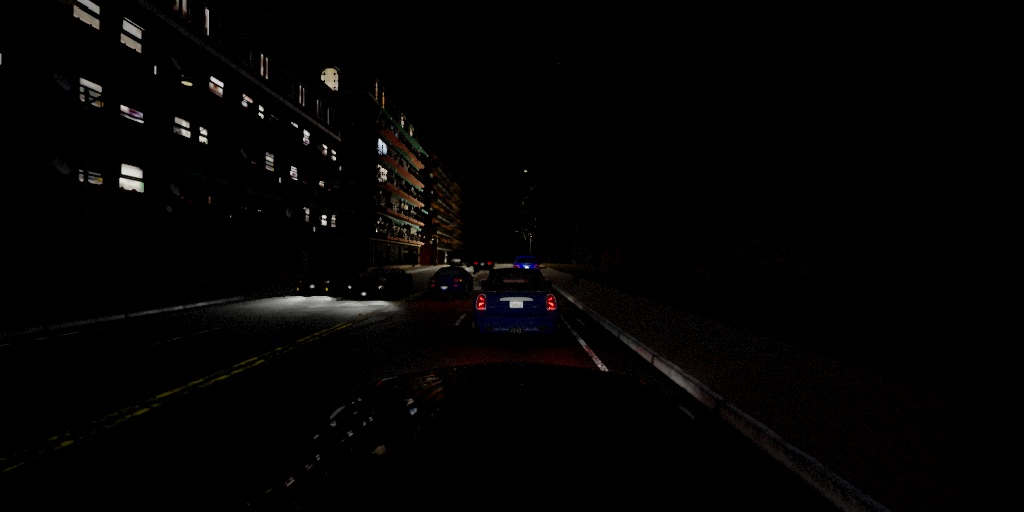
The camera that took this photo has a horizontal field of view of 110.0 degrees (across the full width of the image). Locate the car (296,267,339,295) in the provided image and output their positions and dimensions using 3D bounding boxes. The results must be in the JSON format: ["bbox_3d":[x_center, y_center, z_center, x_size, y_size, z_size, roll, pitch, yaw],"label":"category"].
[{"bbox_3d":[-9.850,1.316,19.660,1.994,1.385,4.181,0,0,0],"label":"car"}]

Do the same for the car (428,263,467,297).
[{"bbox_3d":[-3.155,1.277,18.974,1.812,1.442,4.674,0,0,0],"label":"car"}]

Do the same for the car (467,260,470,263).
[{"bbox_3d":[-6.576,1.350,60.118,1.895,1.301,4.718,0,0,0],"label":"car"}]

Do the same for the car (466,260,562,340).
[{"bbox_3d":[0.098,1.103,10.112,2.097,1.767,4.553,0,0,0],"label":"car"}]

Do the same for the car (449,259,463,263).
[{"bbox_3d":[-9.808,1.240,63.005,2.128,1.511,4.902,0,0,0],"label":"car"}]

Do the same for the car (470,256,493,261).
[{"bbox_3d":[-3.147,0.972,41.014,2.150,2.045,5.566,0,0,0],"label":"car"}]

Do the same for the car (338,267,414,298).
[{"bbox_3d":[-6.602,1.299,18.638,2.033,1.411,5.357,0,0,0],"label":"car"}]

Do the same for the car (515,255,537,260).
[{"bbox_3d":[1.139,0.977,30.065,2.150,2.045,5.566,0,0,0],"label":"car"}]
